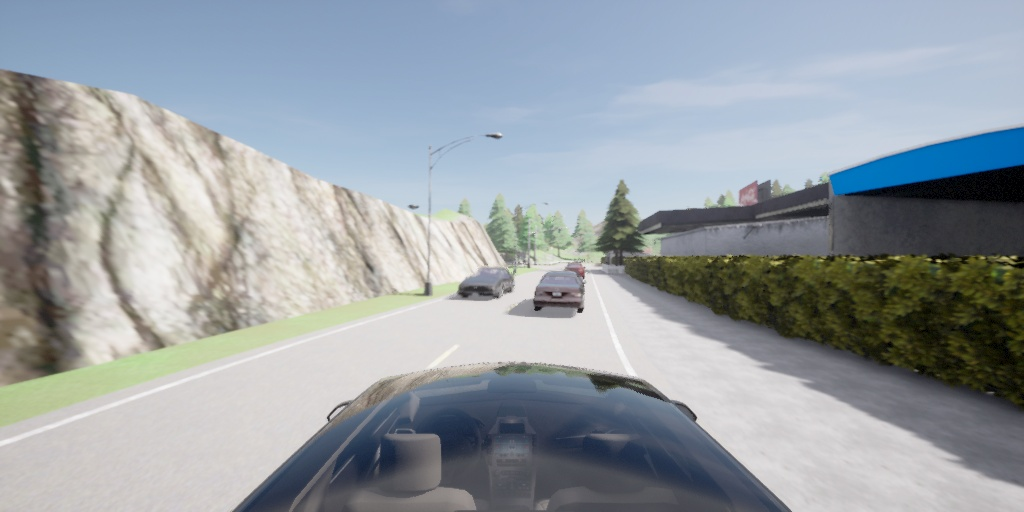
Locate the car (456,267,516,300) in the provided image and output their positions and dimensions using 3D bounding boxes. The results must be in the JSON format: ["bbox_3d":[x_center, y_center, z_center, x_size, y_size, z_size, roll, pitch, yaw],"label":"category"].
[{"bbox_3d":[-1.064,1.281,18.030,2.033,1.411,5.357,1,0,11],"label":"car"}]

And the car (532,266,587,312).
[{"bbox_3d":[1.986,1.322,14.411,2.033,1.411,5.357,1,0,11],"label":"car"}]

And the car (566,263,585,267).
[{"bbox_3d":[5.709,1.348,32.825,1.812,1.442,4.674,1,0,12],"label":"car"}]
